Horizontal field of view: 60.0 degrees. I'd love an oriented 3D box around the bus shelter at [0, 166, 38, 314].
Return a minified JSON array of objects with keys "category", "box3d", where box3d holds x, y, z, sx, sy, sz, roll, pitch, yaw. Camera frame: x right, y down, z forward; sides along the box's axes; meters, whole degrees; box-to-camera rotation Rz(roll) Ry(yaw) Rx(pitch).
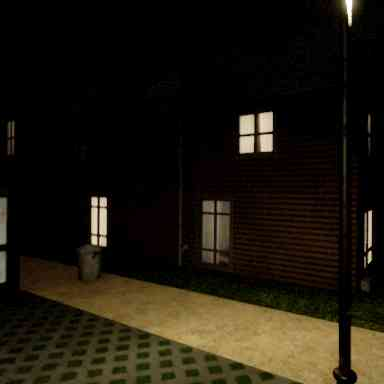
[{"category":"bus shelter","box3d":[-5.259,0.866,7.041,3.880,2.740,1.920,1,0,36]}]
